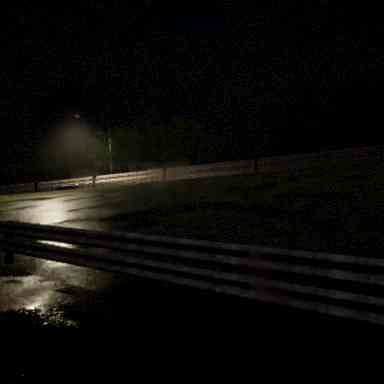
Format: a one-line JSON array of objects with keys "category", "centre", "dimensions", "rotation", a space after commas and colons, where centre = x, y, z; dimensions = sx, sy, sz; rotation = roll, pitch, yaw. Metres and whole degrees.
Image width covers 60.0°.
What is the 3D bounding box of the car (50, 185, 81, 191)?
[{"category": "car", "centre": [-19.259, -0.581, 50.655], "dimensions": [4.718, 1.301, 1.895], "rotation": [-4, -2, 24]}]
